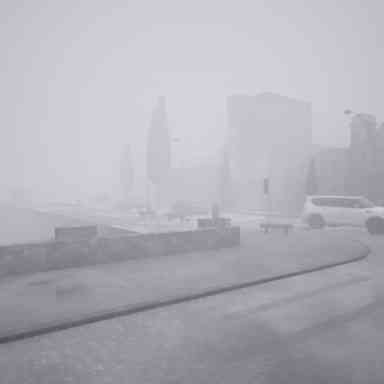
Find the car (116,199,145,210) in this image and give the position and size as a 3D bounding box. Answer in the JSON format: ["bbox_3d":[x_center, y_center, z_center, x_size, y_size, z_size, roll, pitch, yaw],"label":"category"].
[{"bbox_3d":[-7.917,1.547,42.304,2.033,1.411,5.357,0,0,-35],"label":"car"}]

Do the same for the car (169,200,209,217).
[{"bbox_3d":[-0.343,1.507,31.690,1.837,1.490,4.892,0,-1,-36],"label":"car"}]

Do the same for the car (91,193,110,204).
[{"bbox_3d":[-17.244,1.221,62.551,2.150,2.045,5.566,0,0,-36],"label":"car"}]

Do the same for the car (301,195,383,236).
[{"bbox_3d":[9.073,1.223,19.108,2.150,2.045,5.566,0,0,-42],"label":"car"}]
